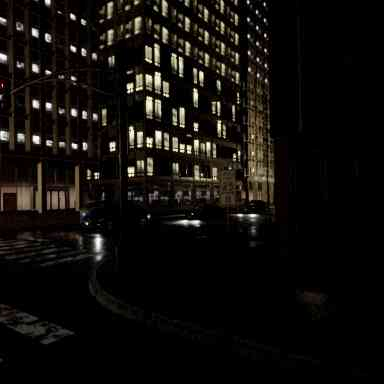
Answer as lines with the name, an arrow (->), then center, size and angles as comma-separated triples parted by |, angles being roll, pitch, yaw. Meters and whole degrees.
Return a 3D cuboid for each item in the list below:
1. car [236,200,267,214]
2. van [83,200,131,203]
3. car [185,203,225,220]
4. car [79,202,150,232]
car -> 7.087, 1.631, 37.281 | 1.812, 1.442, 4.674 | -1, -1, 36
van -> -6.017, 1.460, 23.528 | 1.690, 1.788, 3.998 | -2, -1, 36
car -> 1.187, 1.649, 29.095 | 1.994, 1.385, 4.181 | -1, -1, 36
car -> -4.676, 1.571, 20.993 | 1.837, 1.490, 4.892 | -1, -1, 33
